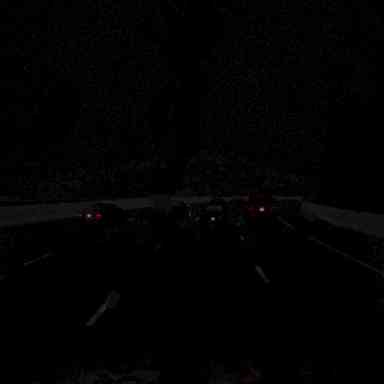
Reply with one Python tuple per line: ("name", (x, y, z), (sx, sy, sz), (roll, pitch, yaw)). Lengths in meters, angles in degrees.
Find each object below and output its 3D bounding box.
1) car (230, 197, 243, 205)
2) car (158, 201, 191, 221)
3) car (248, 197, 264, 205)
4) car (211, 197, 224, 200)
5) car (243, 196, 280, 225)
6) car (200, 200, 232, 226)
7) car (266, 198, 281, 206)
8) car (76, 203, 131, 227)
("car", (8.688, 1.677, 63.861), (1.994, 1.385, 4.181), (1, 0, 22))
("car", (-1.341, 1.454, 27.308), (1.882, 1.535, 5.008), (0, 0, 9))
("car", (12.309, 1.656, 63.567), (2.128, 1.511, 4.902), (1, 0, 22))
("car", (4.980, 1.624, 63.964), (1.994, 1.385, 4.181), (1, 0, 22))
("car", (5.216, 1.291, 25.327), (2.150, 2.045, 5.566), (0, 0, 10))
("car", (1.668, 1.545, 23.645), (1.812, 1.442, 4.674), (1, 0, 8))
("car", (15.445, 1.809, 63.063), (1.895, 1.301, 4.718), (1, 0, 23))
("car", (-5.753, 1.462, 22.191), (2.033, 1.411, 5.357), (1, 0, 8))
